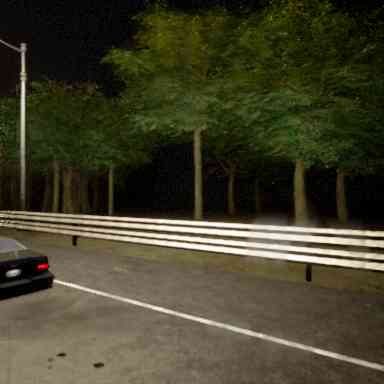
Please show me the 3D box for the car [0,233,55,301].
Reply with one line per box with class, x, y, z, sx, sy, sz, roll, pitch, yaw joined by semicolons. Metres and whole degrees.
car;-5.422;1.622;7.883;5.357;1.411;2.033;-1;0;37
